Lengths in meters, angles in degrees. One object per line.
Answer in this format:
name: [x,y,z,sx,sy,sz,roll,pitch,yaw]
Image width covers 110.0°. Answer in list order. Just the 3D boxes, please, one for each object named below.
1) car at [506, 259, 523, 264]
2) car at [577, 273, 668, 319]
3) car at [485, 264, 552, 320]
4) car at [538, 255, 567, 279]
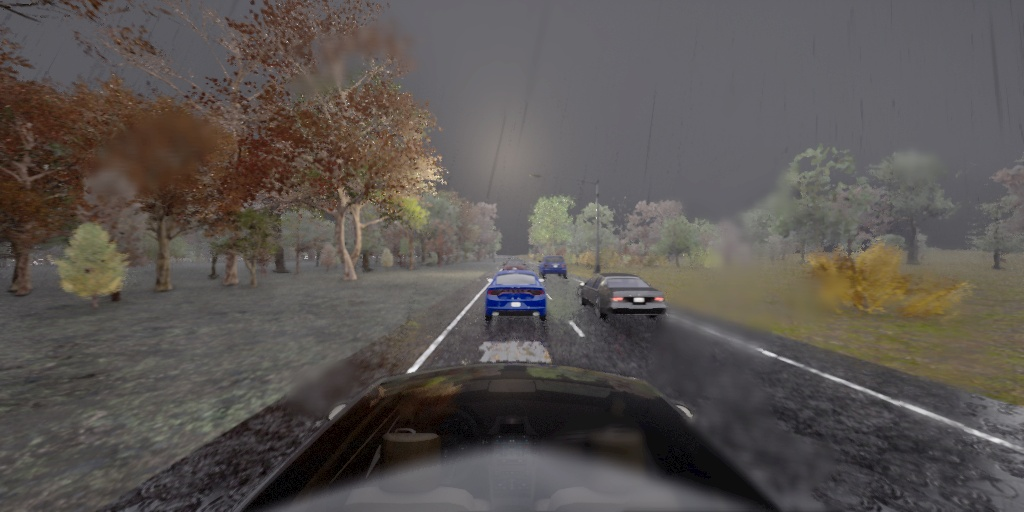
car: [0.202,1.100,33.145,2.097,1.767,4.553,0,0,0]
car: [3.631,1.298,12.749,2.033,1.411,5.357,0,0,0]
car: [0.131,1.226,12.676,1.882,1.535,5.008,0,0,0]
car: [3.703,0.971,33.179,2.150,2.045,5.566,0,0,0]
